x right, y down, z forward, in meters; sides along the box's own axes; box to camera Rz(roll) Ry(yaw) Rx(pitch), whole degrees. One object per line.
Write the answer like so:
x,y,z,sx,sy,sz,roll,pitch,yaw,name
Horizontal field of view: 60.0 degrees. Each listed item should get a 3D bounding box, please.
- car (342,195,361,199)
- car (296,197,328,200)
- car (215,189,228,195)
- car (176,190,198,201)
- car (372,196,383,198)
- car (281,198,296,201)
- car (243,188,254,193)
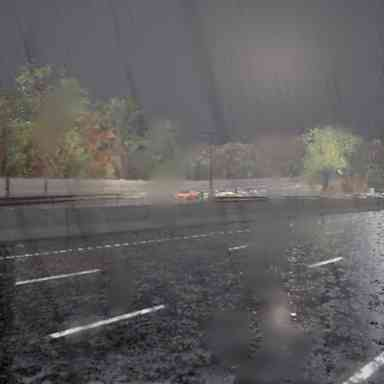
25.638,1.290,53.592,4.902,1.511,2.128,0,0,-39,car
15.384,1.372,40.463,5.357,1.411,2.033,0,0,-40,car
6.229,0.266,67.198,1.882,1.535,5.008,0,2,28,car
-0.819,0.464,53.287,2.097,1.767,4.553,0,1,26,car
28.991,1.348,51.819,4.674,1.442,1.812,0,0,-40,car
12.374,1.402,42.510,4.718,1.301,1.895,0,0,-40,car
13.678,-0.269,80.510,1.812,1.442,4.674,0,3,30,car
